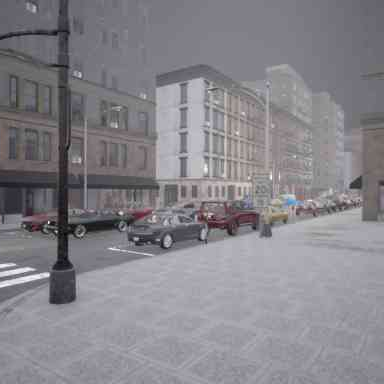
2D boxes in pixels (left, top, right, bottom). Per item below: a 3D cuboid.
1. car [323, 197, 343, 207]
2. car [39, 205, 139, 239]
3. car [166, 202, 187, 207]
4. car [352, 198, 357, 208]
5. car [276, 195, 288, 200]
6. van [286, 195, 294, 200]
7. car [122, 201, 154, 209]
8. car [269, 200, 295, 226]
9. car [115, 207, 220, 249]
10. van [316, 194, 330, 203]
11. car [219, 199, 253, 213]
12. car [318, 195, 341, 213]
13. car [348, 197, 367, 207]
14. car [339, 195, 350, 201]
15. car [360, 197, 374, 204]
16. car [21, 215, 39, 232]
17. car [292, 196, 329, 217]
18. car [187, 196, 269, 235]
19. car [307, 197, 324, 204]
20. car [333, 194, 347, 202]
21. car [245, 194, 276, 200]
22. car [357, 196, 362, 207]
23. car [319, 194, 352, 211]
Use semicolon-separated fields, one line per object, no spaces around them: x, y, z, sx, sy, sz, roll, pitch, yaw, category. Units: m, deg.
21.868;1.532;51.364;1.837;1.490;4.892;0;0;35;car
-5.314;1.598;17.835;1.895;1.301;4.718;0;0;32;car
0.447;1.505;26.033;1.837;1.490;4.892;0;0;35;car
20.884;1.620;45.557;1.802;1.307;4.206;0;0;35;car
11.111;1.521;45.608;1.752;1.417;4.829;0;0;35;car
14.321;1.340;50.172;1.690;1.788;3.998;0;0;35;van
-4.347;1.427;23.622;1.967;1.590;4.097;0;0;35;car
5.426;1.553;23.571;1.752;1.417;4.829;0;0;35;car
-0.894;1.575;14.581;2.008;1.369;4.403;0;0;35;car
26.765;1.349;67.873;1.690;1.788;3.998;0;0;35;van
4.986;1.537;36.897;1.887;1.381;4.507;0;0;35;car
14.662;1.474;36.706;1.967;1.590;4.097;0;0;35;car
27.107;1.594;54.407;2.008;1.369;4.403;0;0;35;car
39.210;1.557;85.574;1.887;1.381;4.507;0;0;35;car
33.330;1.614;63.258;1.947;1.339;4.313;0;0;35;car
-7.459;1.530;19.197;1.887;1.381;4.507;0;0;35;car
11.551;1.472;32.281;1.967;1.590;4.097;0;0;35;car
2.218;1.341;19.006;2.192;1.841;5.009;0;0;35;car
23.653;1.572;63.448;1.947;1.339;4.313;0;0;35;car
36.100;1.327;81.149;2.192;1.841;5.009;0;0;35;car
6.421;1.226;34.502;2.150;2.045;5.566;0;0;35;car
23.996;1.606;49.982;1.947;1.339;4.313;0;0;35;car
17.774;1.351;41.131;2.192;1.841;5.009;0;0;35;car
